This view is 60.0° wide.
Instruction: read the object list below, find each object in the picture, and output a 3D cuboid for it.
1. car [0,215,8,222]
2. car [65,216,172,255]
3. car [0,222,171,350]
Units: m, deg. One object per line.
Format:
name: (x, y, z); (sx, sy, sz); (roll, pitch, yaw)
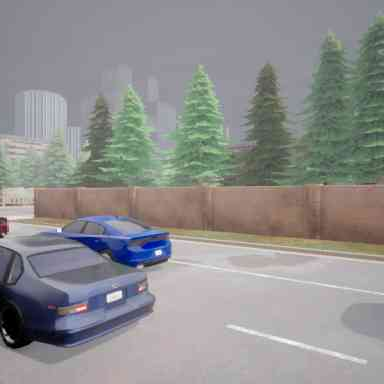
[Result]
car: (-10.746, 1.478, 15.945); (5.008, 1.535, 1.882); (0, 0, 35)
car: (-2.915, 1.478, 10.367); (5.008, 1.535, 1.882); (0, 0, 35)
car: (-3.160, 1.547, 6.237); (5.357, 1.411, 2.033); (0, 0, 35)
